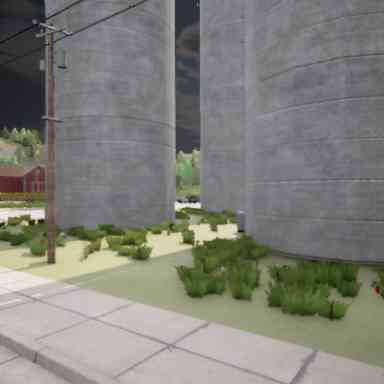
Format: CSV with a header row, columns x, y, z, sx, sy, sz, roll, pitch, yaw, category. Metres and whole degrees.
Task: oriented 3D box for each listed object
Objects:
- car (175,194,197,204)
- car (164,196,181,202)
x,y,z,sx,sy,sz,roll,pitch,yaw,category
-0.861,1.402,65.387,3.866,1.878,1.905,0,0,35,car
-4.813,1.641,83.159,3.905,1.438,1.784,0,0,35,car
